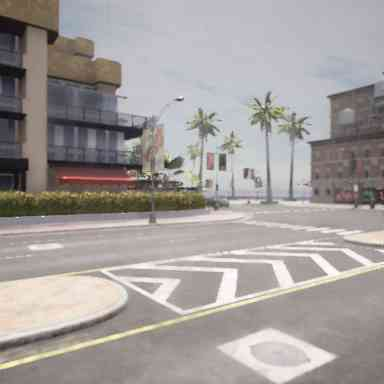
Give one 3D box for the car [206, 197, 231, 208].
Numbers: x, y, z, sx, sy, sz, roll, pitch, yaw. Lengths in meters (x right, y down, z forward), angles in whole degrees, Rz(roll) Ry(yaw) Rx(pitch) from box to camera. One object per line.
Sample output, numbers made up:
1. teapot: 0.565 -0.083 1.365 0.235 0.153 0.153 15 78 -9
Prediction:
1. car: 3.730 1.565 50.174 1.837 1.490 4.892 0 0 -35
